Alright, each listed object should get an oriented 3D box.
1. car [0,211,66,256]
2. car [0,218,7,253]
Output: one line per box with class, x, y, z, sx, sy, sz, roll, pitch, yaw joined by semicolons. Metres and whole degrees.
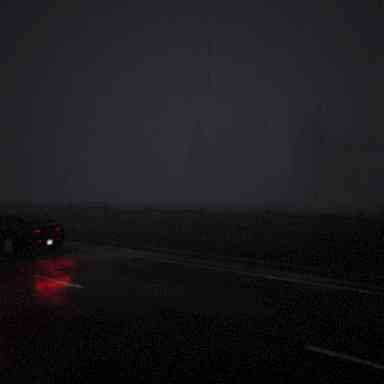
car;-7.039;1.537;13.281;4.892;1.490;1.837;0;0;36
car;-7.561;1.519;9.344;4.902;1.511;2.128;0;0;36
